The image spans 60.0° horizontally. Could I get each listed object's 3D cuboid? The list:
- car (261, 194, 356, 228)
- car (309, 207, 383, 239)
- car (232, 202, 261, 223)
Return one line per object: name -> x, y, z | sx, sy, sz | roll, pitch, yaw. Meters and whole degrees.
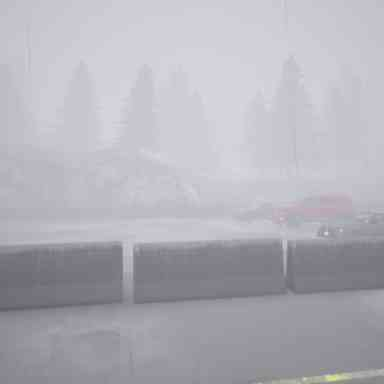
car -> 7.646, 1.158, 21.228 | 5.566, 2.045, 2.150 | 0, 0, -11
car -> 7.519, 1.518, 14.085 | 4.181, 1.385, 1.994 | 0, 0, -11
car -> 5.254, 1.462, 24.344 | 4.674, 1.442, 1.812 | 0, 0, -11
